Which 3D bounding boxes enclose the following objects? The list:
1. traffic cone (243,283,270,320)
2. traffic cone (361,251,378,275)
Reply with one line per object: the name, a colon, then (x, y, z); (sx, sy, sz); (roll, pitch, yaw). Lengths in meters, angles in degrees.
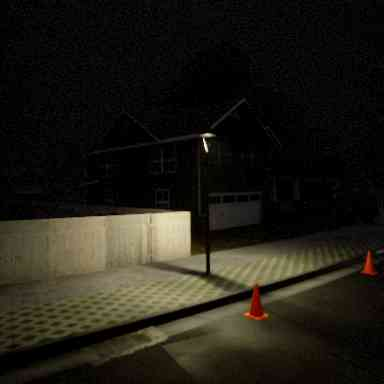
traffic cone: (1.164, 1.944, 6.013); (0.340, 0.580, 0.340); (0, 0, -39)
traffic cone: (4.891, 1.930, 9.171); (0.340, 0.580, 0.340); (0, 0, -42)
